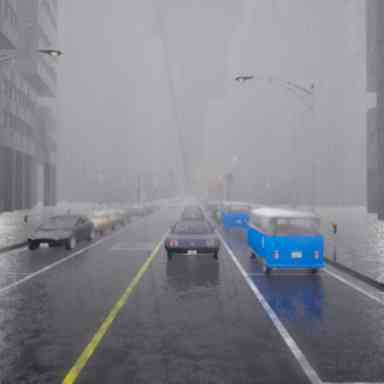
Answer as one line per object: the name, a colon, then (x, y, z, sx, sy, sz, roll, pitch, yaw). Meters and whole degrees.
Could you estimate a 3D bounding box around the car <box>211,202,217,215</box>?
car: (2.795, 1.813, 27.088, 1.752, 1.417, 4.829, 0, -1, 0)

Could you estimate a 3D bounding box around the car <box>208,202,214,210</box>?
car: (2.801, 1.910, 32.331, 1.947, 1.339, 4.313, 0, -1, 0)

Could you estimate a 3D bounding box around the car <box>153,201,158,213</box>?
car: (-5.714, 1.983, 41.018, 1.887, 1.381, 4.507, 0, -1, 0)

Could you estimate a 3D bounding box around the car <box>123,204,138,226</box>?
car: (-5.731, 1.823, 25.703, 2.008, 1.369, 4.403, 0, -1, 0)

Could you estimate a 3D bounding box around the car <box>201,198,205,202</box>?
car: (2.824, 2.109, 51.893, 2.008, 1.369, 4.403, 0, -1, 0)

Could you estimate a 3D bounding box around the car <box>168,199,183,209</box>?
car: (-2.952, 2.202, 55.802, 1.895, 1.301, 4.718, 0, -1, 0)

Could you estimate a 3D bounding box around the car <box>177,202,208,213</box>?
car: (0.055, 1.867, 28.444, 1.994, 1.385, 4.181, 0, -1, 1)

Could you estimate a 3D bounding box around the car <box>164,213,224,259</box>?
car: (0.033, 1.741, 13.242, 1.895, 1.301, 4.718, 0, -1, 1)

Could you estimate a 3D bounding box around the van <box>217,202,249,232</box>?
van: (2.790, 1.569, 21.507, 1.690, 1.788, 3.998, 0, -1, 0)

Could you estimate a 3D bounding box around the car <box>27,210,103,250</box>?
car: (-5.743, 1.726, 15.124, 1.947, 1.339, 4.313, 0, -1, 0)

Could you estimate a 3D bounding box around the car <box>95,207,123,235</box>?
car: (-5.737, 1.740, 20.244, 1.752, 1.417, 4.829, 0, -1, 0)

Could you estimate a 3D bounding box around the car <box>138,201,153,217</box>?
car: (-5.720, 1.930, 35.574, 2.008, 1.369, 4.403, 0, -1, 0)

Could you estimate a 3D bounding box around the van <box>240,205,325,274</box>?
van: (2.777, 1.454, 10.681, 1.690, 1.788, 3.998, 0, -1, 0)

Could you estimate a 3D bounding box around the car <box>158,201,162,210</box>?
car: (-5.702, 2.109, 51.907, 2.008, 1.369, 4.403, 0, -1, 0)

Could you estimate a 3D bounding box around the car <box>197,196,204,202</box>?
car: (3.061, 2.581, 94.074, 2.008, 1.369, 4.403, 0, -1, 1)

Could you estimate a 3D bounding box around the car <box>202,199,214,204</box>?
car: (2.818, 2.053, 46.902, 2.008, 1.369, 4.403, 0, -1, 0)
